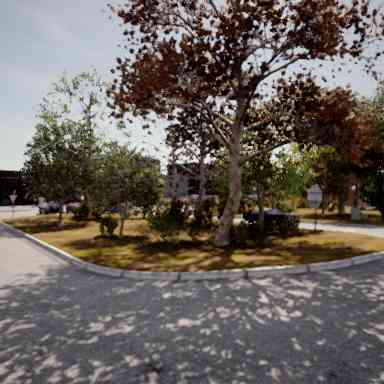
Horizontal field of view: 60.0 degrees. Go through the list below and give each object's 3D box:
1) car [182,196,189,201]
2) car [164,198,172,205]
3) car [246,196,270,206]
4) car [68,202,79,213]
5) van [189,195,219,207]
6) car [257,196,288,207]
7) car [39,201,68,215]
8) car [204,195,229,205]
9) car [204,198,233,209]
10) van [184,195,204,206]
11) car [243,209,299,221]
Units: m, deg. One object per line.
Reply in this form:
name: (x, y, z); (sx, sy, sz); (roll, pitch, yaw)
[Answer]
car: (-2.196, 1.784, 67.039); (2.185, 1.767, 4.553); (0, 0, -36)
car: (-4.693, 1.891, 65.512); (1.946, 1.575, 5.366); (0, 0, -36)
car: (11.104, 1.740, 61.558); (2.435, 2.045, 5.566); (1, -1, -36)
car: (-14.866, 2.035, 42.916); (2.002, 1.452, 4.674); (-1, 0, -36)
van: (1.976, 1.665, 55.114); (1.878, 1.987, 4.442); (0, 0, -36)
car: (15.527, 1.836, 64.764); (2.435, 2.045, 5.566); (1, -1, -36)
car: (-17.417, 1.905, 41.030); (2.185, 1.767, 4.553); (-1, 0, -35)
car: (5.296, 1.764, 72.430); (2.435, 2.045, 5.566); (1, -1, -36)
car: (4.421, 1.903, 56.497); (1.946, 1.575, 5.366); (0, 0, -36)
van: (0.321, 1.712, 68.742); (1.878, 1.987, 4.442); (1, 0, -36)
car: (6.418, 2.023, 27.124); (1.895, 1.301, 4.718); (2, -2, -35)
